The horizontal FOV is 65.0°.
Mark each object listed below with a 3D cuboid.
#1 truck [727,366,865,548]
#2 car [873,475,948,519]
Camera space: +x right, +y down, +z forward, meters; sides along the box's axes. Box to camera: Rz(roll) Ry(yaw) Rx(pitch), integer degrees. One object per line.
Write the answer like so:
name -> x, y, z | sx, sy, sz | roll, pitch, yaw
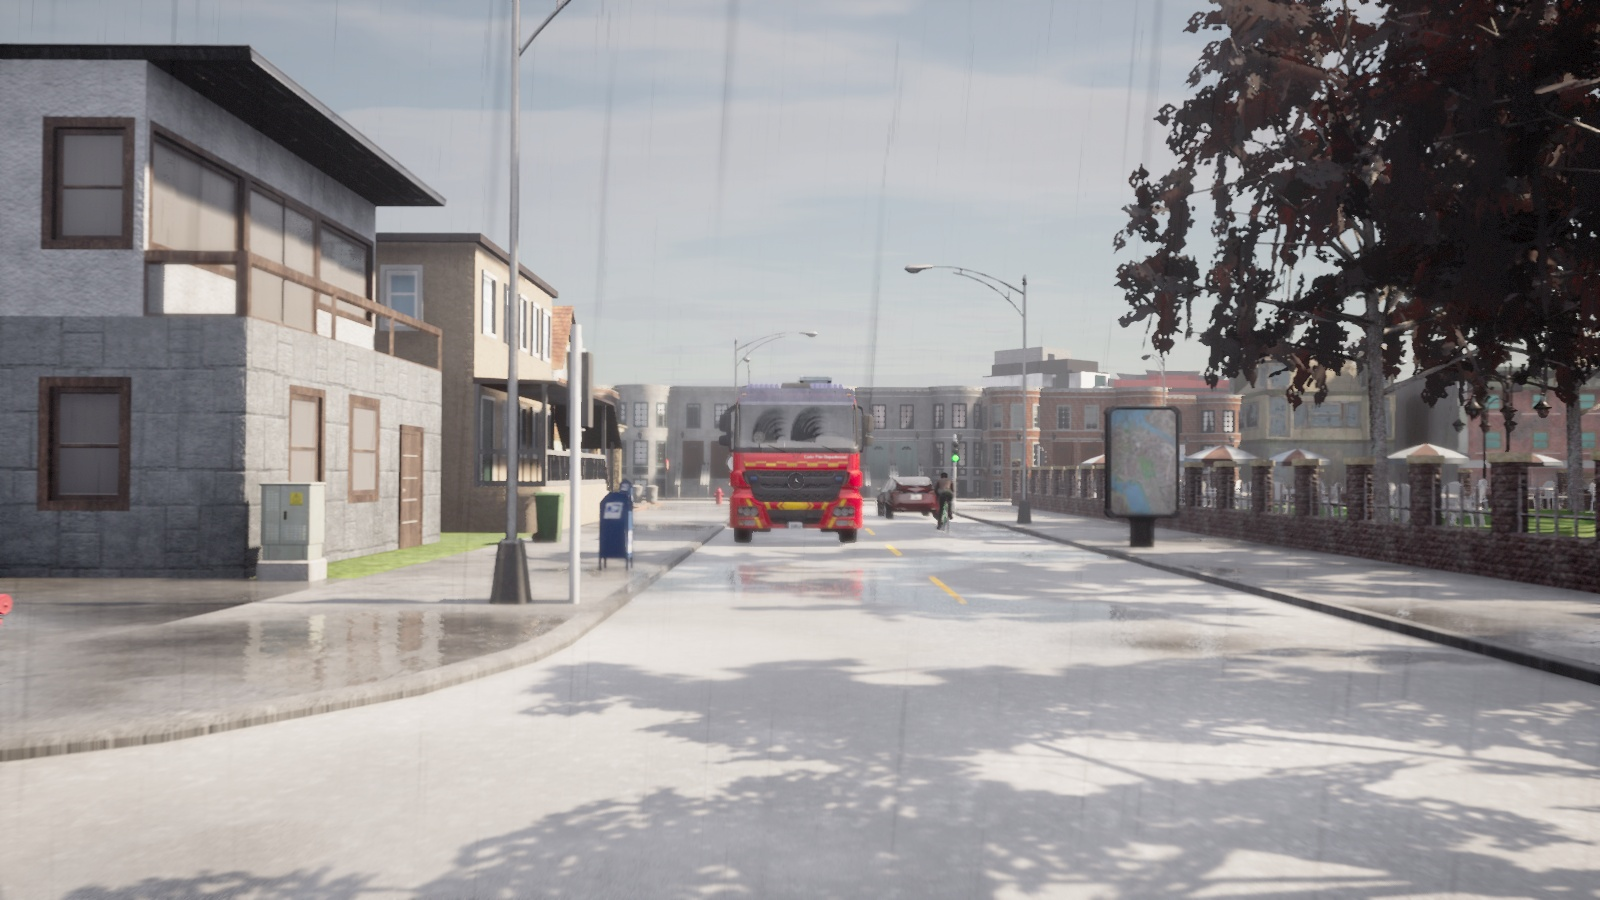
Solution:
truck -> -0.091, 0.226, 30.658 | 2.891, 3.827, 8.468 | 0, -1, 0
car -> 3.904, 1.648, 45.308 | 2.163, 1.488, 4.792 | 0, -1, -2
